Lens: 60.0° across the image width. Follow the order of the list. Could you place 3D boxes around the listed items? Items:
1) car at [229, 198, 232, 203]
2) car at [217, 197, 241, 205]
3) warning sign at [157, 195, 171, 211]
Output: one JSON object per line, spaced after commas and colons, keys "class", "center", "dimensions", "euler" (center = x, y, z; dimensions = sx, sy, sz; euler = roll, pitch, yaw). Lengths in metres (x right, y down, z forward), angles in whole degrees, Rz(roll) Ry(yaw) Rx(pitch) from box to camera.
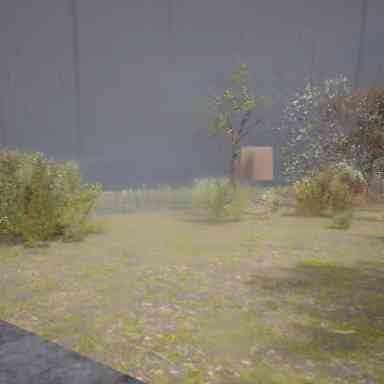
{"class": "car", "center": [4.718, 1.590, 53.104], "dimensions": [1.837, 1.490, 4.892], "euler": [0, 1, 41]}
{"class": "car", "center": [6.672, 1.660, 59.723], "dimensions": [1.895, 1.301, 4.718], "euler": [0, 0, 41]}
{"class": "warning sign", "center": [-3.348, 1.265, 39.802], "dimensions": [1.300, 1.860, 1.060], "euler": [-1, 0, 40]}
